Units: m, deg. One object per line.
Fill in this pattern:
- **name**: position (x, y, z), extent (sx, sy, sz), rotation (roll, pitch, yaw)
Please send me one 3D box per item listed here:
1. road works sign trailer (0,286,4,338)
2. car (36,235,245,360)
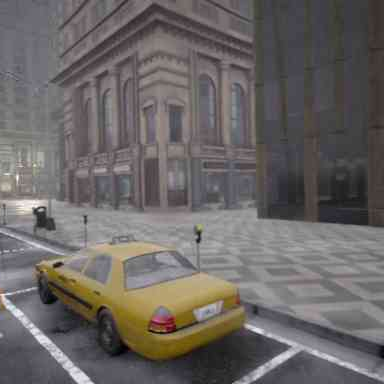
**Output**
- **road works sign trailer**: position (-4.662, 0.448, 5.366), extent (2.380, 3.560, 2.880), rotation (-2, 2, -41)
- **car**: position (-1.326, 1.426, 5.817), extent (1.752, 1.417, 4.829), rotation (-2, 1, -41)
